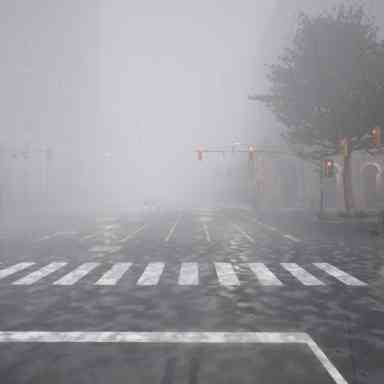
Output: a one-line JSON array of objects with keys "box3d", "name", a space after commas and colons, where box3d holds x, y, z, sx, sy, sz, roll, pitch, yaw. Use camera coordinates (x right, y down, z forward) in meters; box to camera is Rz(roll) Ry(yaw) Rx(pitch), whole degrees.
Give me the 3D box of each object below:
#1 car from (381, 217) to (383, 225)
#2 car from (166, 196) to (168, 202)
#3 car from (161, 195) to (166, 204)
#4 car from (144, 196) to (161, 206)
[{"box3d": [12.768, 1.601, 17.451, 4.718, 1.301, 1.895, 0, 0, 0], "name": "car"}, {"box3d": [-6.495, 1.478, 75.481, 1.882, 1.535, 5.008, 0, 0, 1], "name": "car"}, {"box3d": [-6.693, 1.526, 65.109, 1.812, 1.442, 4.674, 0, 0, 1], "name": "car"}, {"box3d": [-6.825, 1.478, 55.539, 1.882, 1.535, 5.008, 0, 0, 0], "name": "car"}]
